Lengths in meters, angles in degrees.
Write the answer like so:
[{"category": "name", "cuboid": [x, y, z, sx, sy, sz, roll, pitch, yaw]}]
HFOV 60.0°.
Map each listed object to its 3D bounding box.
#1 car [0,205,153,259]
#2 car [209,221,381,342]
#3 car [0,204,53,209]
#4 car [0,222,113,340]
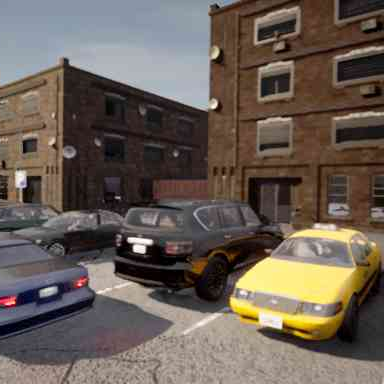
[{"category": "car", "cuboid": [-3.963, 1.405, 11.795, 2.231, 1.521, 4.892, 1, 0, 36]}, {"category": "car", "cuboid": [2.656, 1.464, 6.832, 1.946, 1.575, 5.366, 1, 0, 36]}, {"category": "car", "cuboid": [-6.232, 1.254, 13.369, 2.185, 1.767, 4.553, 1, 0, 36]}, {"category": "car", "cuboid": [-4.149, 1.495, 6.342, 5.357, 1.411, 2.033, 1, 0, 36]}]
